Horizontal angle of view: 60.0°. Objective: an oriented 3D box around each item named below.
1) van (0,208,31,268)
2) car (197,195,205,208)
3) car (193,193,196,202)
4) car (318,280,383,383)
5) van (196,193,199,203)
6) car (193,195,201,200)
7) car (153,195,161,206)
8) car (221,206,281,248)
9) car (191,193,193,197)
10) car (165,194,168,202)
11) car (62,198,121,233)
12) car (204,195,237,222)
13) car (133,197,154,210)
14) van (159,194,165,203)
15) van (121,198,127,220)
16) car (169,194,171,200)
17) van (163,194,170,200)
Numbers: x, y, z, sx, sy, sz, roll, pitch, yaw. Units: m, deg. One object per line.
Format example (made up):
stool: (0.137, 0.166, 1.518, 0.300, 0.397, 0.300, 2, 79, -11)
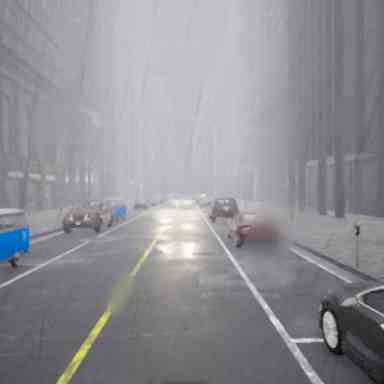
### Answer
van: (-5.876, 1.371, 8.788, 1.690, 1.788, 3.998, 0, 0, -1)
car: (2.029, 1.517, 48.555, 1.752, 1.417, 4.829, -1, 0, -1)
car: (1.766, 1.443, 65.292, 1.967, 1.590, 4.097, -1, 0, -1)
car: (2.738, 1.535, 3.301, 2.008, 1.369, 4.403, 0, 0, -1)
van: (1.942, 1.336, 54.021, 1.690, 1.788, 3.998, -1, 0, -1)
car: (1.327, 1.590, 93.470, 1.947, 1.339, 4.313, -1, 0, -1)
car: (-6.580, 1.608, 53.875, 1.947, 1.339, 4.313, -1, 0, -1)
car: (2.561, 1.527, 14.572, 1.887, 1.381, 4.507, 0, 0, -1)
car: (1.414, 1.460, 87.834, 1.967, 1.590, 4.097, -1, 0, -1)
car: (-6.844, 1.620, 70.783, 1.947, 1.339, 4.313, -1, 0, -1)
car: (-6.052, 1.344, 20.059, 2.192, 1.841, 5.009, 0, 0, -1)
car: (2.383, 1.297, 25.843, 2.192, 1.841, 5.009, 0, 0, -1)
car: (-6.404, 1.580, 42.603, 1.887, 1.381, 4.507, 0, 0, -1)
van: (-6.758, 1.391, 65.147, 1.690, 1.788, 3.998, -1, 0, -1)
van: (-6.140, 1.370, 25.694, 1.690, 1.788, 3.998, 0, 0, -1)
car: (-7.023, 1.378, 82.055, 2.192, 1.841, 5.009, -1, 0, -1)
van: (-7.199, 1.412, 93.327, 1.690, 1.788, 3.998, -1, 0, -1)
